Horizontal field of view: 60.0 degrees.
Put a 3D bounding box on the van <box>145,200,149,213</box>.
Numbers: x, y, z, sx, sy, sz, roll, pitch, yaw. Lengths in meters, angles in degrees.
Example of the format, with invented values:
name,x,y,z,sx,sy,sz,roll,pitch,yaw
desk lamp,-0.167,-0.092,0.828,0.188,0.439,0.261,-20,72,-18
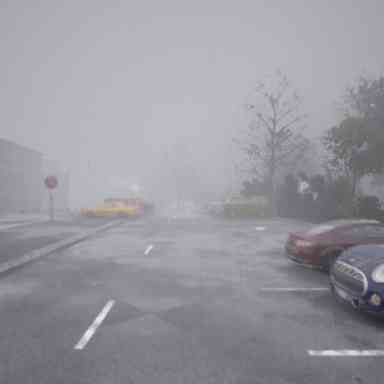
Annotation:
name,x,y,z,sx,sy,sz,roll,pitch,yaw
van,-7.361,1.533,36.805,4.442,1.987,1.878,0,-1,-1

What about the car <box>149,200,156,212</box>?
name,x,y,z,sx,sy,sz,roll,pitch,yaw
car,-7.517,1.660,42.995,5.566,2.045,2.435,0,-1,-1

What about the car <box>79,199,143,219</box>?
name,x,y,z,sx,sy,sz,roll,pitch,yaw
car,-7.603,1.639,30.844,5.366,1.575,1.946,0,-1,-1

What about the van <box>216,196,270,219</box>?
name,x,y,z,sx,sy,sz,roll,pitch,yaw
van,4.738,1.391,30.322,4.442,1.987,1.878,0,-1,-1

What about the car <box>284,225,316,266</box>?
name,x,y,z,sx,sy,sz,roll,pitch,yaw
car,5.031,1.509,9.526,4.674,1.452,2.002,0,0,-1

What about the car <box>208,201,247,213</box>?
name,x,y,z,sx,sy,sz,roll,pitch,yaw
car,4.699,1.934,44.279,4.892,1.521,2.231,0,-2,-1

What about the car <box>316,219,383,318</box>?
name,x,y,z,sx,sy,sz,roll,pitch,yaw
car,5.108,1.341,6.356,4.553,1.767,2.185,0,0,0

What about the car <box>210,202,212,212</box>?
name,x,y,z,sx,sy,sz,roll,pitch,yaw
car,4.987,1.715,35.775,5.366,1.575,1.946,0,-1,-1

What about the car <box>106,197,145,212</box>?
name,x,y,z,sx,sy,sz,roll,pitch,yaw
car,-7.416,1.568,33.765,4.553,1.767,2.185,0,-1,-1

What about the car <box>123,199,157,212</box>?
name,x,y,z,sx,sy,sz,roll,pitch,yaw
car,-7.600,1.966,48.941,4.553,1.767,2.185,0,-2,-1

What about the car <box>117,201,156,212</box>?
name,x,y,z,sx,sy,sz,roll,pitch,yaw
car,-7.583,1.999,45.903,5.008,1.535,2.097,0,-2,-1

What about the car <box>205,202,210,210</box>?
name,x,y,z,sx,sy,sz,roll,pitch,yaw
car,4.717,1.601,41.494,5.566,2.045,2.435,0,-2,-1

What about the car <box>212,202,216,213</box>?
name,x,y,z,sx,sy,sz,roll,pitch,yaw
car,5.013,1.662,33.114,5.366,1.575,1.946,0,-1,-1

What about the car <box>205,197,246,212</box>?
name,x,y,z,sx,sy,sz,roll,pitch,yaw
car,4.638,1.763,46.954,5.566,2.045,2.435,0,-2,-1
